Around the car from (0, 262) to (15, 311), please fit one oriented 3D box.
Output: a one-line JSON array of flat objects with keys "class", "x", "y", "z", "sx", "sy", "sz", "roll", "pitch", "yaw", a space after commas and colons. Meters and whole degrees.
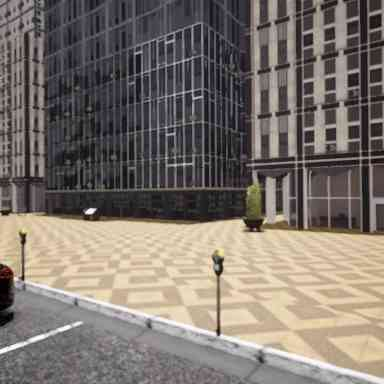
[{"class": "car", "x": -5.199, "y": 1.641, "z": 6.577, "sx": 4.313, "sy": 1.339, "sz": 1.947, "roll": -1, "pitch": 0, "yaw": 35}]
